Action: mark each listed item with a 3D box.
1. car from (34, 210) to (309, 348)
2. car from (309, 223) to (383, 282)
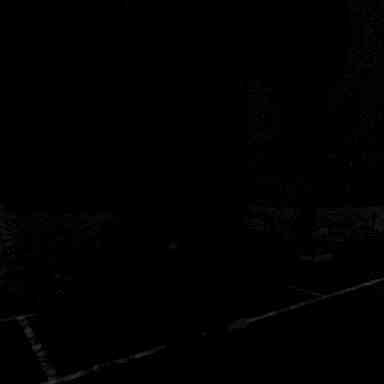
[{"bbox_3d":[-0.248,1.319,6.470,5.009,1.841,2.192,0,0,-35],"label":"car"},{"bbox_3d":[4.375,1.592,9.766,4.206,1.307,1.802,0,0,-35],"label":"car"}]
